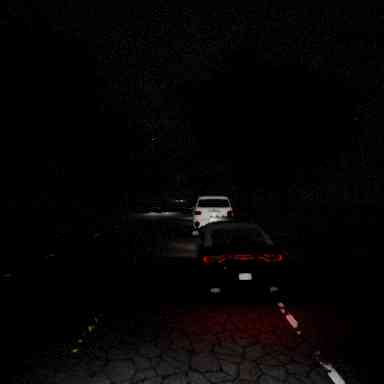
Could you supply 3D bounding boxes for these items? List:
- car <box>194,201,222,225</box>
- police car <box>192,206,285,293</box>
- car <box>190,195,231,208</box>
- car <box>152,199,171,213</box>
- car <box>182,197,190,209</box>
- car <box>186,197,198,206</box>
[{"bbox_3d":[1.104,1.500,25.005,1.837,1.490,4.892,-1,-1,0],"label":"car"},{"bbox_3d":[1.044,1.443,9.095,1.930,1.638,5.238,-1,0,0],"label":"police car"},{"bbox_3d":[1.093,1.204,19.023,2.150,2.045,5.566,0,0,0],"label":"car"},{"bbox_3d":[-3.526,1.584,38.942,1.837,1.490,4.892,-1,1,0],"label":"car"},{"bbox_3d":[0.086,1.548,45.180,1.994,1.385,4.181,0,0,1],"label":"car"},{"bbox_3d":[0.072,1.616,58.703,1.994,1.385,4.181,-1,0,0],"label":"car"}]
